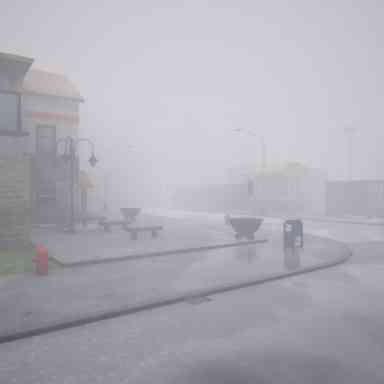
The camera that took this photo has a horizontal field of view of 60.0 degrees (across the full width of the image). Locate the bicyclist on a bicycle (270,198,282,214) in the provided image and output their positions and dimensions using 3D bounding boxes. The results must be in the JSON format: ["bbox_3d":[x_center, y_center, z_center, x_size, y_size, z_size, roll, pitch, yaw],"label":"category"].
[{"bbox_3d":[8.091,1.349,32.036,1.656,1.620,0.582,0,0,-35],"label":"bicyclist on a bicycle"}]
